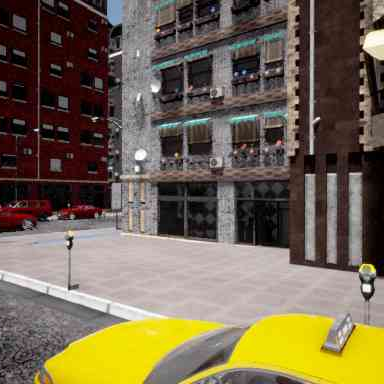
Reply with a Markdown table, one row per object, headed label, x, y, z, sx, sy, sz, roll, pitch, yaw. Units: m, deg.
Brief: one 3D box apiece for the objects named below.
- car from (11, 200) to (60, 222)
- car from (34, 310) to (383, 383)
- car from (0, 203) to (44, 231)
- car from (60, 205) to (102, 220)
| label | x | y | z | sx | sy | sz | roll | pitch | yaw |
| --- | --- | --- | --- | --- | --- | --- | --- | --- | --- |
| car | -14.136 | 1.591 | 27.635 | 2.192 | 1.841 | 5.009 | -1 | -2 | 35 |
| car | 0.754 | 1.525 | 2.338 | 4.829 | 1.417 | 1.752 | 0 | 0 | 36 |
| car | -12.249 | 1.688 | 20.606 | 1.882 | 1.535 | 5.008 | 1 | -1 | 39 |
| car | -10.840 | 1.923 | 32.274 | 1.887 | 1.381 | 4.507 | -1 | -2 | 35 |
